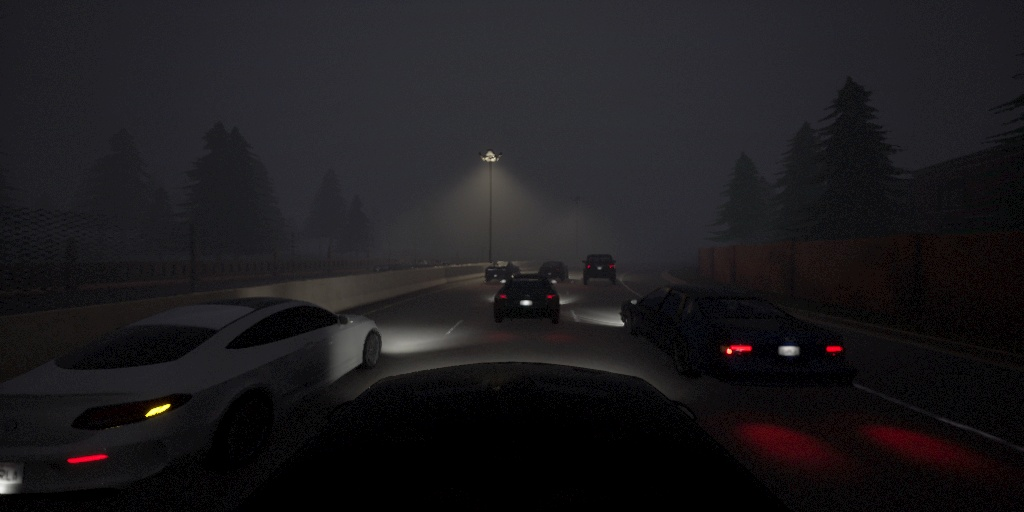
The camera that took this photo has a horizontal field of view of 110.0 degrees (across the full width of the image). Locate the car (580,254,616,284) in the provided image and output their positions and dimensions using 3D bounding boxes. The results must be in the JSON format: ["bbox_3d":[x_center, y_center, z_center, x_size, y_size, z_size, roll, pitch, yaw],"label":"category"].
[{"bbox_3d":[6.287,0.873,25.778,2.150,2.045,5.566,0,0,13],"label":"car"}]

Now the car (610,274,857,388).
[{"bbox_3d":[3.705,1.275,7.188,2.033,1.411,5.357,0,0,2],"label":"car"}]

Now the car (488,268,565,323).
[{"bbox_3d":[0.550,1.271,12.025,1.994,1.385,4.181,0,0,4],"label":"car"}]

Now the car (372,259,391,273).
[{"bbox_3d":[-12.383,1.095,37.244,2.128,1.511,4.902,0,0,17],"label":"car"}]

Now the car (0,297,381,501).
[{"bbox_3d":[-3.352,1.263,4.701,1.812,1.442,4.674,0,0,1],"label":"car"}]

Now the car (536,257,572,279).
[{"bbox_3d":[3.368,1.119,28.254,1.882,1.535,5.008,0,0,15],"label":"car"}]

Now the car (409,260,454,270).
[{"bbox_3d":[-6.687,1.117,31.912,2.128,1.511,4.902,0,0,16],"label":"car"}]

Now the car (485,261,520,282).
[{"bbox_3d":[-0.593,1.138,26.846,2.128,1.511,4.902,0,0,13],"label":"car"}]

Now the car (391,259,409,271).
[{"bbox_3d":[-9.314,1.103,35.340,2.128,1.511,4.902,0,0,17],"label":"car"}]
